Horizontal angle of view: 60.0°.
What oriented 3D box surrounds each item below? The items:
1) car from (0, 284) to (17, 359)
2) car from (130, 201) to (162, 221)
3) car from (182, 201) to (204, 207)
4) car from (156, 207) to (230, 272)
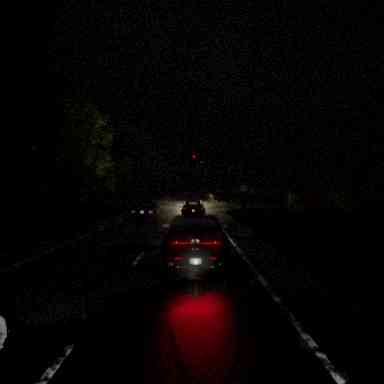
[{"bbox_3d":[-3.419,1.489,2.798,1.837,1.490,4.892,0,1,0],"label":"car"},{"bbox_3d":[-3.401,1.394,25.113,2.033,1.411,5.357,0,0,0],"label":"car"},{"bbox_3d":[0.098,1.393,27.786,1.994,1.385,4.181,0,0,0],"label":"car"},{"bbox_3d":[0.096,1.440,10.585,1.837,1.490,4.892,0,0,0],"label":"car"}]
